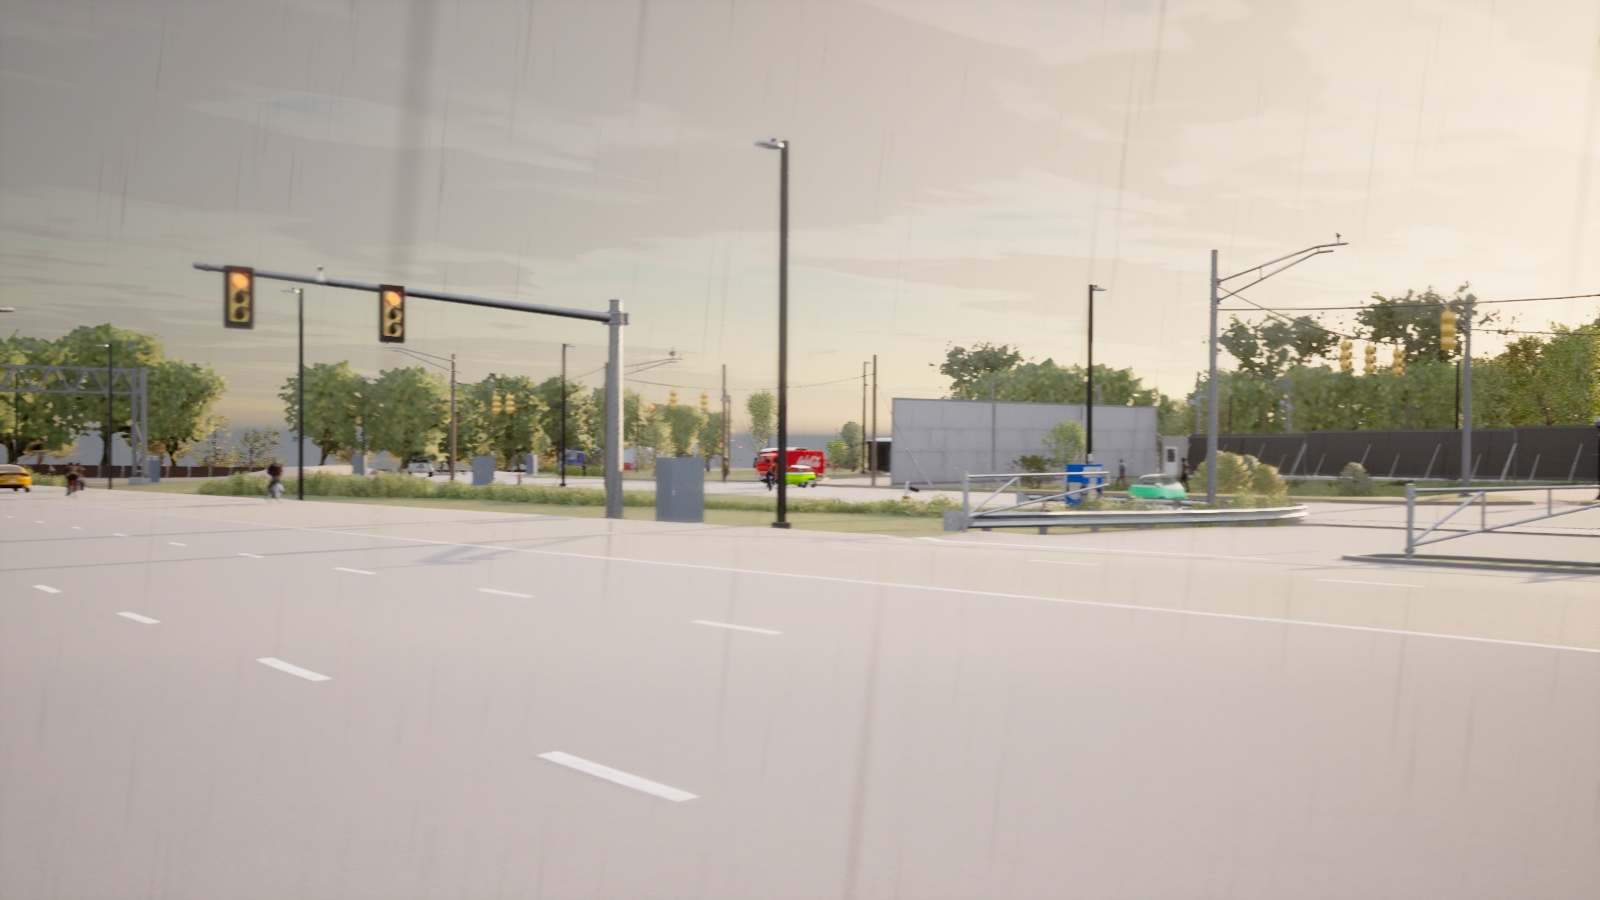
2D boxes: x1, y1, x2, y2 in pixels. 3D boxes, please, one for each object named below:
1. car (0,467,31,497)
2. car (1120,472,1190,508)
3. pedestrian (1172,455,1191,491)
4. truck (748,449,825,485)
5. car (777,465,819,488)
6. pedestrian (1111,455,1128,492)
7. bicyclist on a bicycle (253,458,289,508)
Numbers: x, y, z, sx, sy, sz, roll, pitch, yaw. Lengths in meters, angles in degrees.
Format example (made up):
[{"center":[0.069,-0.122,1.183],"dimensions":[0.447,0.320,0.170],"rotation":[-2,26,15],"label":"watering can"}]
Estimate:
[{"center":[-43.276,1.715,68.040],"dimensions":[1.882,1.535,5.008],"rotation":[0,0,-41],"label":"car"},{"center":[14.099,1.567,49.849],"dimensions":[1.481,1.376,2.207],"rotation":[0,0,-41],"label":"car"},{"center":[19.270,1.169,63.427],"dimensions":[0.328,1.805,0.869],"rotation":[0,1,-42],"label":"pedestrian"},{"center":[-0.956,1.227,91.593],"dimensions":[5.204,2.467,2.627],"rotation":[1,0,-43],"label":"truck"},{"center":[-0.116,1.615,76.876],"dimensions":[1.481,1.376,2.207],"rotation":[0,1,-41],"label":"car"},{"center":[16.936,1.227,66.542],"dimensions":[0.423,1.949,0.788],"rotation":[0,1,-41],"label":"pedestrian"},{"center":[-19.497,1.200,46.307],"dimensions":[0.659,1.776,1.843],"rotation":[0,0,-41],"label":"bicyclist on a bicycle"}]
